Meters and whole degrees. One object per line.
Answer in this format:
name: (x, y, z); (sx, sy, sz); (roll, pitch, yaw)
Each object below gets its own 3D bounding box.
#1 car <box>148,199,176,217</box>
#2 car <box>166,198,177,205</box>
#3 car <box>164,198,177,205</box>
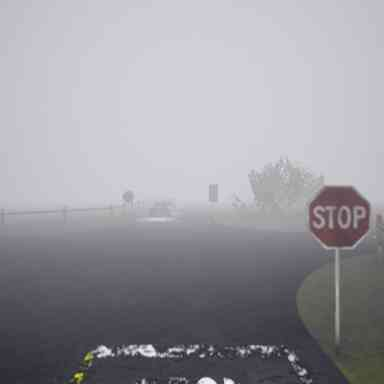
car: (-2.921, 1.605, 31.479); (1.994, 1.385, 4.181); (0, 0, 1)
car: (-3.606, 1.700, 60.252); (1.895, 1.301, 4.718); (0, 0, -3)
car: (-3.021, 1.552, 41.765); (2.128, 1.511, 4.902); (0, 0, -1)
